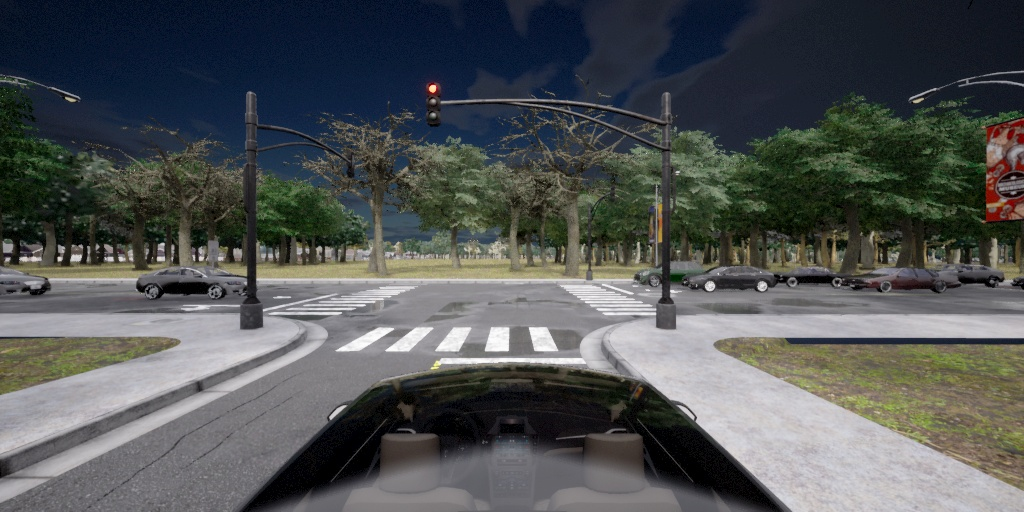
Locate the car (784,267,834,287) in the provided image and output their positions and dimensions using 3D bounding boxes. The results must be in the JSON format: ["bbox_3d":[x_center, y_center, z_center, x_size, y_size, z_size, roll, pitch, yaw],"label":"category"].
[{"bbox_3d":[19.466,1.371,23.806,4.718,1.301,1.895,0,0,0],"label":"car"}]

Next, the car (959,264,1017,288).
[{"bbox_3d":[29.402,1.278,23.803,4.902,1.511,2.128,0,0,0],"label":"car"}]

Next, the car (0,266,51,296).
[{"bbox_3d":[-25.152,1.216,17.089,4.902,1.511,2.128,0,0,0],"label":"car"}]

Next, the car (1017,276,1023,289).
[{"bbox_3d":[32.406,1.343,20.548,5.357,1.411,2.033,0,0,0],"label":"car"}]

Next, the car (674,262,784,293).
[{"bbox_3d":[12.329,1.269,20.553,4.892,1.490,1.837,0,0,0],"label":"car"}]

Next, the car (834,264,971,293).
[{"bbox_3d":[22.190,1.326,20.554,5.357,1.411,2.033,0,0,0],"label":"car"}]

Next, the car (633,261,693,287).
[{"bbox_3d":[10.482,1.109,23.801,4.553,1.767,2.097,0,0,0],"label":"car"}]

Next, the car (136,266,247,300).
[{"bbox_3d":[-14.891,1.226,17.096,4.902,1.511,2.128,0,0,0],"label":"car"}]
